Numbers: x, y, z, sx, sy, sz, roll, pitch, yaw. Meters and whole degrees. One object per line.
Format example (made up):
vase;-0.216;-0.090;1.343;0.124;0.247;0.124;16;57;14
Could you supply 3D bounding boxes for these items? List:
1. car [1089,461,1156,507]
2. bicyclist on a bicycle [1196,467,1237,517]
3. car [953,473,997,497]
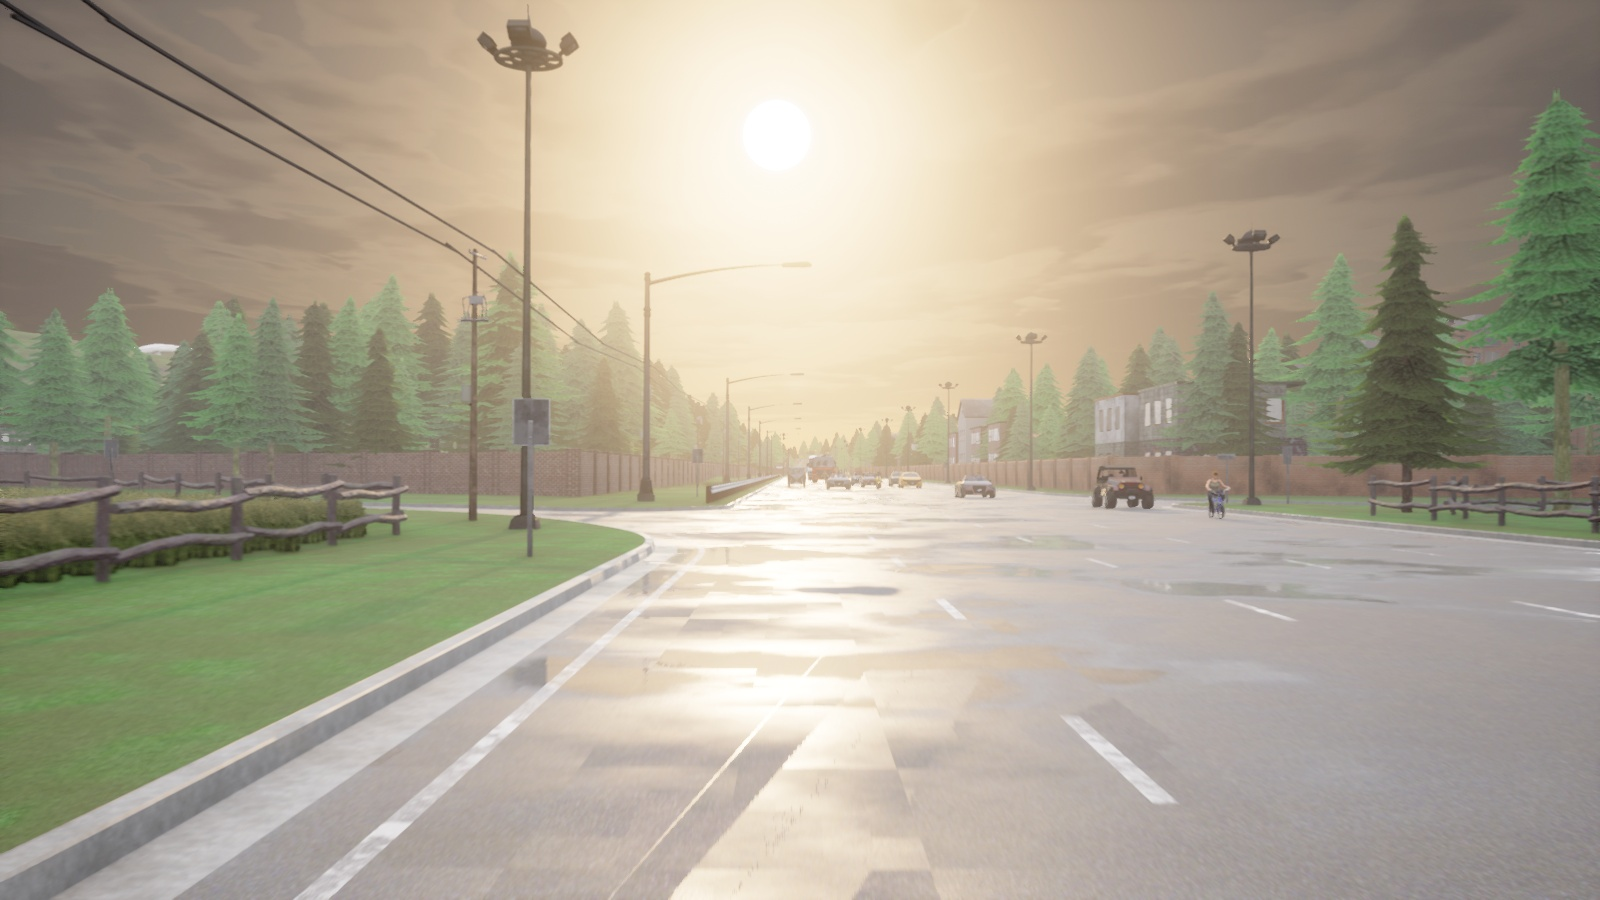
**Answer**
car;13.867;1.448;54.213;1.905;1.878;3.866;0;-1;0
bicyclist on a bicycle;13.902;1.386;41.932;0.866;1.612;1.509;0;-1;0
car;10.319;2.061;74.231;1.994;1.385;4.181;0;-1;0
